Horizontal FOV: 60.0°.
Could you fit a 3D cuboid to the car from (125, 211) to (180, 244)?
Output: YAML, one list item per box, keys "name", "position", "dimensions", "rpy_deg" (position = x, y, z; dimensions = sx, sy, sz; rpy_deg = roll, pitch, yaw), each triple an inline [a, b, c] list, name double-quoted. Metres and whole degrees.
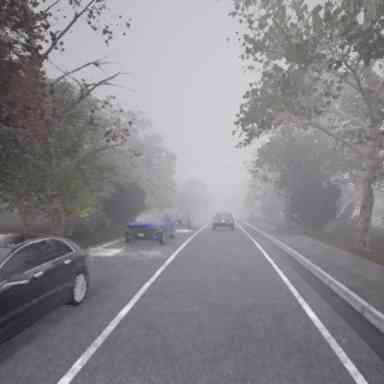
- name: "car"
  position: [-2.058, 1.784, 17.521]
  dimensions: [1.882, 1.535, 5.008]
  rpy_deg: [0, -3, 6]

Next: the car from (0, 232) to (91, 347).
- name: "car"
  position: [-3.270, 1.491, 5.366]
  dimensions: [1.837, 1.490, 4.892]
  rpy_deg: [0, -1, 6]

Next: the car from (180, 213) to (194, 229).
- name: "car"
  position: [-0.972, 2.467, 28.823]
  dimensions: [1.994, 1.385, 4.181]
  rpy_deg: [0, -3, 6]

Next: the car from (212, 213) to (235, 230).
- name: "car"
  position: [2.710, 2.492, 28.669]
  dimensions: [2.033, 1.411, 5.357]
  rpy_deg: [0, -3, 6]

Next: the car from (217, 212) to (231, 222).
- name: "car"
  position: [4.992, 3.823, 51.444]
  dimensions: [1.895, 1.301, 4.718]
  rpy_deg: [1, -3, 7]
